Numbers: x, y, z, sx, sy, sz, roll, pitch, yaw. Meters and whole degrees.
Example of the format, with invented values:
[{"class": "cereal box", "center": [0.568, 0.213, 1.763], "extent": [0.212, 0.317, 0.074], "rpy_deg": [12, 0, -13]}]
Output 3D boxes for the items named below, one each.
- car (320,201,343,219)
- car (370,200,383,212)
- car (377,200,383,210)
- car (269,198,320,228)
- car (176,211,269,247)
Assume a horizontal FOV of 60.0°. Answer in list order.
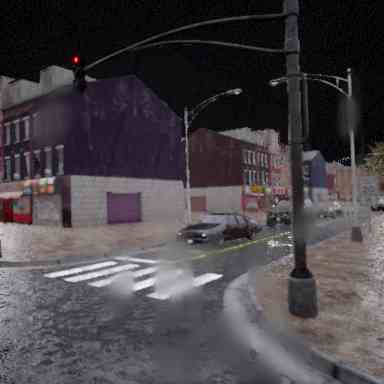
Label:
[{"class": "car", "center": [13.468, 1.696, 33.083], "extent": [2.097, 1.767, 4.553], "rpy_deg": [-3, -2, 36]}, {"class": "car", "center": [23.385, 1.771, 41.777], "extent": [1.882, 1.535, 5.008], "rpy_deg": [-3, -2, 36]}, {"class": "car", "center": [29.326, 1.912, 49.990], "extent": [1.994, 1.385, 4.181], "rpy_deg": [-3, -2, 36]}, {"class": "car", "center": [7.479, 1.505, 24.835], "extent": [2.150, 2.045, 5.566], "rpy_deg": [-3, -2, 36]}, {"class": "car", "center": [1.545, 1.768, 16.549], "extent": [2.033, 1.411, 5.357], "rpy_deg": [-3, -2, 38]}]
